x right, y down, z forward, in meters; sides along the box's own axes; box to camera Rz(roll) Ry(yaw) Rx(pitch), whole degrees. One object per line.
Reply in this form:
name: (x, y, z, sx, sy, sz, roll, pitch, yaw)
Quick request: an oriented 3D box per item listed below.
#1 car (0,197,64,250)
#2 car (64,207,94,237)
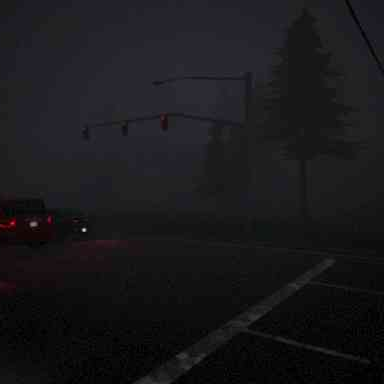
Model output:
car: (-7.817, 1.206, 12.890, 5.566, 2.045, 2.150, 0, 0, 30)
car: (-7.052, 1.483, 16.453, 4.892, 1.490, 1.837, 0, 0, 30)
